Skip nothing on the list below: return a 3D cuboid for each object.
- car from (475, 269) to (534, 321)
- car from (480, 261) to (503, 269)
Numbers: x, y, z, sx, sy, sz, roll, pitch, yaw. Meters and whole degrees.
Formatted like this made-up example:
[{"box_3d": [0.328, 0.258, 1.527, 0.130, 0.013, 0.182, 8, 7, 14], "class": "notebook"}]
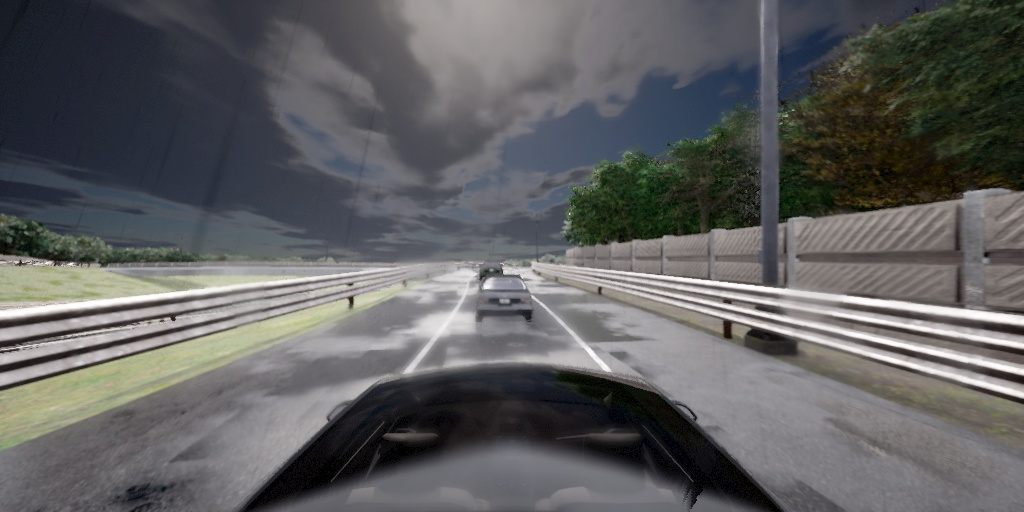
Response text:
[{"box_3d": [-0.311, 1.342, 12.670, 2.033, 1.411, 5.357, 0, 0, -3], "class": "car"}, {"box_3d": [-1.888, 1.219, 32.925, 2.097, 1.767, 4.553, 0, 0, -4], "class": "car"}]
